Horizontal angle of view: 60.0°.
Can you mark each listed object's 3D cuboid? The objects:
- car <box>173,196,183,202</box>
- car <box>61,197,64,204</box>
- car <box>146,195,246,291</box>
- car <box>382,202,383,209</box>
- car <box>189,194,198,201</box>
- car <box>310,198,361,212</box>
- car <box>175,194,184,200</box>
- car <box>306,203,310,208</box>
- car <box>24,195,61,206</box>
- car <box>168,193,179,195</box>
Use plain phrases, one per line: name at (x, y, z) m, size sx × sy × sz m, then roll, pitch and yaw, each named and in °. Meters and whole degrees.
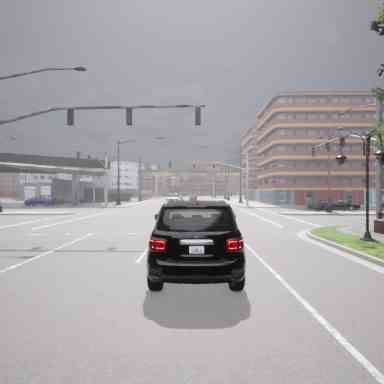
car at (-3.168, 1.540, 75.151) m, size 2.033 × 1.411 × 5.357 m, roll 0°, pitch 0°, yaw 0°
car at (-23.974, 1.456, 56.867) m, size 3.806 × 1.475 × 1.970 m, roll 0°, pitch 0°, yaw 1°
car at (0.095, 1.221, 9.164) m, size 2.150 × 2.045 × 5.566 m, roll 0°, pitch 0°, yaw 0°
car at (25.895, 1.352, 41.061) m, size 4.553 × 1.767 × 2.097 m, roll 0°, pitch 0°, yaw 0°
car at (0.287, 1.372, 81.202) m, size 2.128 × 1.511 × 4.902 m, roll 0°, pitch 0°, yaw 0°
car at (16.337, 1.601, 37.672) m, size 4.718 × 1.301 × 1.895 m, roll 0°, pitch 0°, yaw -3°
car at (-3.269, 1.433, 88.810) m, size 2.128 × 1.511 × 4.902 m, roll 0°, pitch 0°, yaw 0°
car at (16.723, 1.505, 41.148) m, size 4.892 × 1.490 × 1.837 m, roll 0°, pitch 0°, yaw 1°
car at (-23.263, 1.295, 51.115) m, size 4.611 × 1.667 × 2.242 m, roll 0°, pitch 0°, yaw 1°
car at (-3.066, 1.221, 54.541) m, size 2.150 × 2.045 × 5.566 m, roll 0°, pitch 0°, yaw 2°
